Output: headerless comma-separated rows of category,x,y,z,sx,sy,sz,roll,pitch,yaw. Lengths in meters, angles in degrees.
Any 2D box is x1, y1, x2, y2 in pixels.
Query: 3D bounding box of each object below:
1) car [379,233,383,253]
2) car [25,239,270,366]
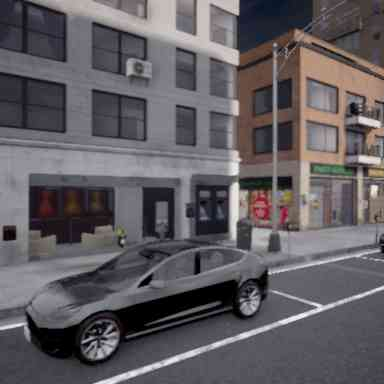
car,8.763,1.601,12.439,4.313,1.339,1.947,0,0,-35
car,-0.488,1.573,5.840,4.313,1.339,1.947,0,0,-35
